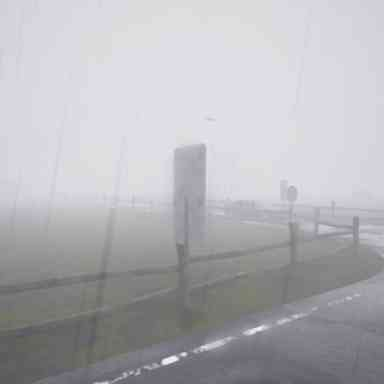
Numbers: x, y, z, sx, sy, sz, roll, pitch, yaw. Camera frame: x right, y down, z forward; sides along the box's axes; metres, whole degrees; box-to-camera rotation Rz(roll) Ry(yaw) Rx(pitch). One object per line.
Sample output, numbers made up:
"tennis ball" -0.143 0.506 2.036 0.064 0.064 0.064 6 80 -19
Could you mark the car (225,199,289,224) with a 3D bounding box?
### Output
"car" 4.367 1.235 22.760 1.882 1.535 5.008 1 0 -36
